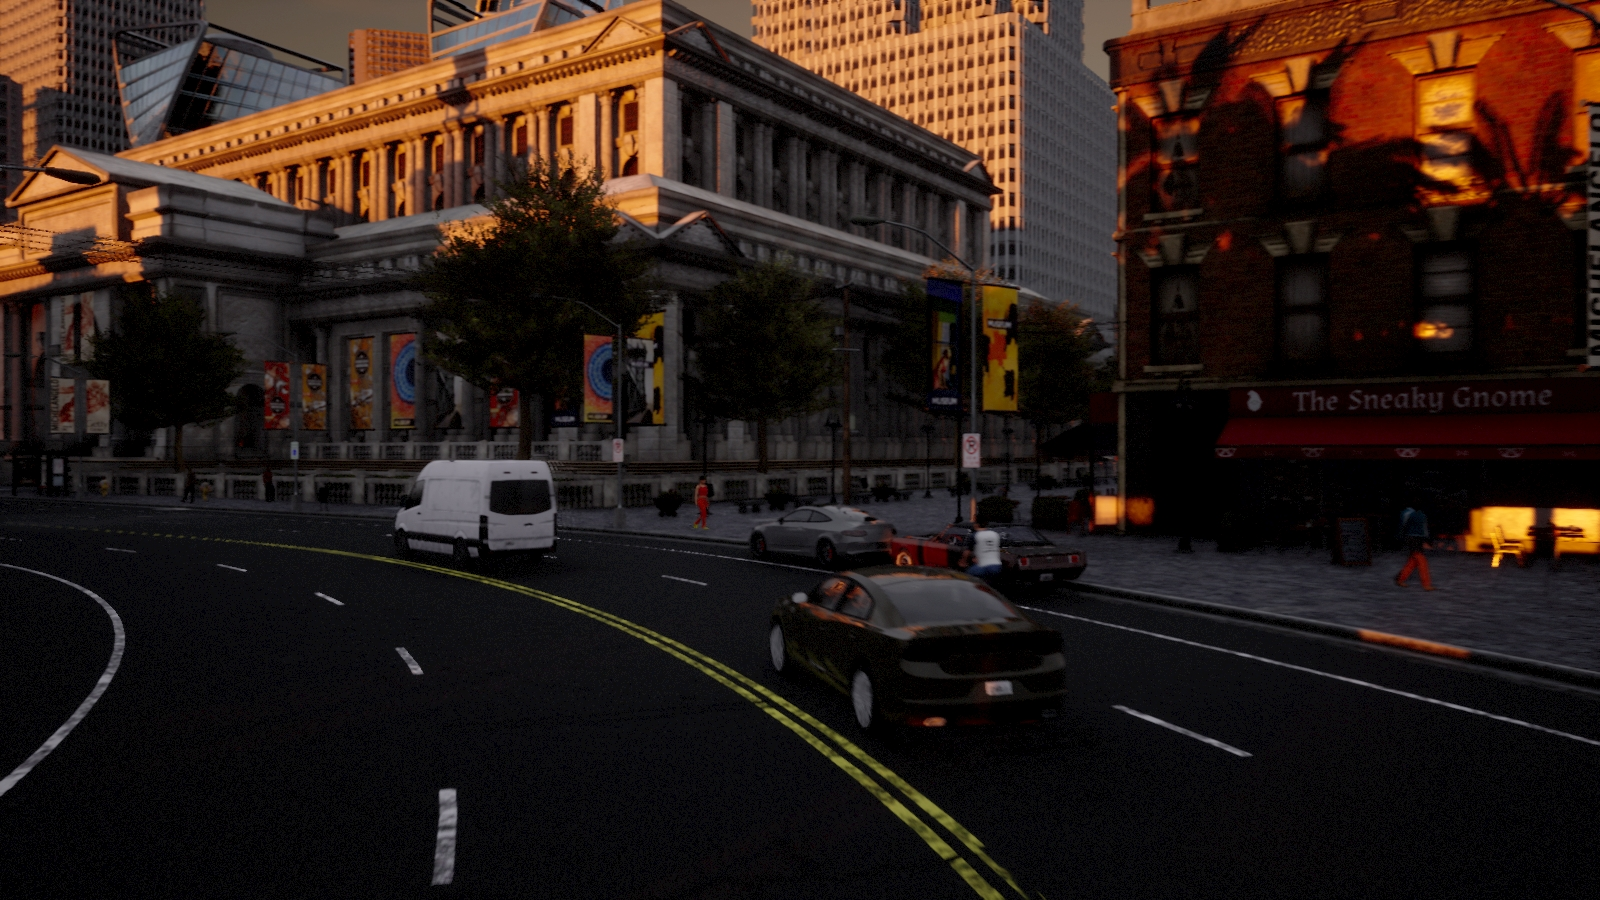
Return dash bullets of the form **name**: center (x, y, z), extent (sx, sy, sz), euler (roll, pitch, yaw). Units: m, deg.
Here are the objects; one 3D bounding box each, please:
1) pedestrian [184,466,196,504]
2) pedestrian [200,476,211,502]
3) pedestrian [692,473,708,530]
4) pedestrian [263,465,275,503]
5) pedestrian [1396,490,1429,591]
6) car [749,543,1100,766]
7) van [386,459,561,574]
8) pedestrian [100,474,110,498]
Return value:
- **pedestrian**: center (-29.800, 1.696, 55.815), extent (0.375, 1.860, 0.375), euler (0, 0, 26)
- **pedestrian**: center (-30.130, 1.976, 57.930), extent (0.375, 1.300, 0.375), euler (0, 0, 37)
- **pedestrian**: center (-3.300, 1.691, 37.739), extent (0.375, 1.860, 0.375), euler (0, 0, 41)
- **pedestrian**: center (-26.434, 1.695, 56.848), extent (0.375, 1.860, 0.375), euler (0, 0, 31)
- **pedestrian**: center (11.513, 1.687, 21.479), extent (0.375, 1.860, 0.375), euler (0, 0, -15)
- **car**: center (1.081, 2.031, 12.831), extent (2.097, 1.535, 5.006), euler (0, 0, -17)
- **van**: center (-8.361, 1.531, 28.819), extent (1.988, 2.561, 5.915), euler (0, 0, -40)
- **pedestrian**: center (-38.062, 1.980, 62.575), extent (0.375, 1.300, 0.375), euler (0, 0, 44)
